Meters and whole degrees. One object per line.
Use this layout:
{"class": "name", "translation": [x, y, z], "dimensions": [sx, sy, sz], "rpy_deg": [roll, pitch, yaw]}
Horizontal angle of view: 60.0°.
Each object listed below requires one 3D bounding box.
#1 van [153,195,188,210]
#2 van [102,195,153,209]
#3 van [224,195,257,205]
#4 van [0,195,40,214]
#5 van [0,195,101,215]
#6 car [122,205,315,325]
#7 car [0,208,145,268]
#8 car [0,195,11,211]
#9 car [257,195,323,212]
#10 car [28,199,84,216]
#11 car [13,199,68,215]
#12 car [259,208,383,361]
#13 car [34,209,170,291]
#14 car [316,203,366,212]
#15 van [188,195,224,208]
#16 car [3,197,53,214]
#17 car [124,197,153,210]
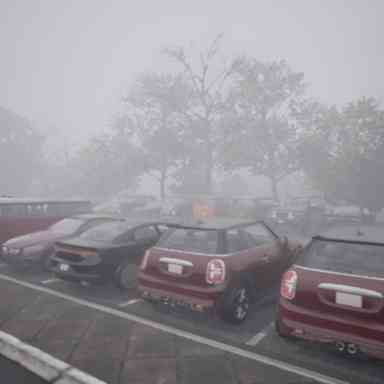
{"class": "van", "translation": [-0.512, 1.181, 24.532], "dimensions": [1.878, 1.987, 4.442], "rpy_deg": [0, 0, 36]}
{"class": "van", "translation": [-4.896, 1.220, 27.669], "dimensions": [1.878, 1.987, 4.442], "rpy_deg": [-1, 0, 36]}
{"class": "van", "translation": [4.136, 1.215, 21.492], "dimensions": [1.878, 1.987, 4.442], "rpy_deg": [0, 0, 36]}
{"class": "van", "translation": [-20.527, 1.413, 39.145], "dimensions": [1.878, 1.987, 4.442], "rpy_deg": [-1, 0, 36]}
{"class": "van", "translation": [-5.881, 1.200, 12.290], "dimensions": [1.878, 1.987, 4.442], "rpy_deg": [0, 0, 36]}
{"class": "car", "translation": [0.940, 1.351, 7.512], "dimensions": [2.185, 1.767, 4.553], "rpy_deg": [0, 0, 36]}
{"class": "car", "translation": [-3.556, 1.482, 10.772], "dimensions": [2.002, 1.452, 4.674], "rpy_deg": [0, 0, 36]}
{"class": "car", "translation": [-27.334, 1.478, 43.908], "dimensions": [2.435, 2.045, 5.566], "rpy_deg": [-1, -1, 36]}
{"class": "car", "translation": [6.304, 1.207, 19.761], "dimensions": [2.435, 2.045, 5.566], "rpy_deg": [0, 0, 36]}
{"class": "car", "translation": [-13.838, 1.556, 34.208], "dimensions": [2.097, 1.535, 5.008], "rpy_deg": [-1, 0, 36]}
{"class": "car", "translation": [-16.193, 1.585, 35.893], "dimensions": [2.097, 1.535, 5.008], "rpy_deg": [-1, 0, 36]}
{"class": "car", "translation": [3.198, 1.368, 5.896], "dimensions": [2.185, 1.767, 4.553], "rpy_deg": [0, 0, 36]}
{"class": "car", "translation": [-1.303, 1.459, 9.149], "dimensions": [2.097, 1.535, 5.008], "rpy_deg": [0, 0, 36]}
{"class": "car", "translation": [8.670, 1.476, 18.096], "dimensions": [2.097, 1.535, 5.008], "rpy_deg": [0, 0, 36]}
{"class": "van", "translation": [1.985, 1.199, 23.031], "dimensions": [1.878, 1.987, 4.442], "rpy_deg": [0, 0, 36]}
{"class": "car", "translation": [-18.360, 1.486, 37.412], "dimensions": [2.185, 1.767, 4.553], "rpy_deg": [-1, 0, 36]}
{"class": "car", "translation": [-2.571, 1.418, 26.155], "dimensions": [2.097, 1.535, 5.008], "rpy_deg": [-1, 0, 36]}
